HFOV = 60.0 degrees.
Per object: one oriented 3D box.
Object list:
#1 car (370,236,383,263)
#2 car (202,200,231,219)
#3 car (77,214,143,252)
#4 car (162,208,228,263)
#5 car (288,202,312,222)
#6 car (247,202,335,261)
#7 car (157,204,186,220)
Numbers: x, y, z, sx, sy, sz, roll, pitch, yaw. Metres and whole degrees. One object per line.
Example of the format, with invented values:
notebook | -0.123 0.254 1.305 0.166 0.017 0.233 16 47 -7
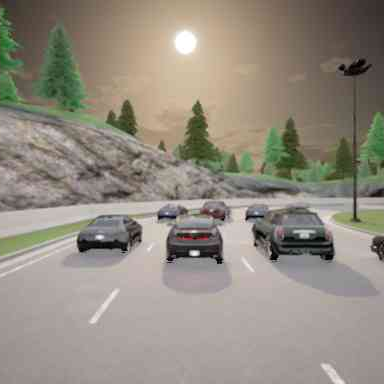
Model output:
car | 7.087 1.598 9.085 2.033 1.411 5.357 0 0 0
car | 2.113 1.510 28.724 2.097 1.767 4.553 0 0 15
car | -3.341 1.643 14.239 1.994 1.385 4.181 0 0 1
car | 0.106 1.574 12.321 1.837 1.490 4.892 0 0 1
car | 9.392 1.664 28.928 1.837 1.490 4.892 -1 0 18
car | 3.625 1.422 12.740 2.097 1.767 4.553 0 0 1
car | -1.549 1.726 29.514 1.994 1.385 4.181 0 0 15
